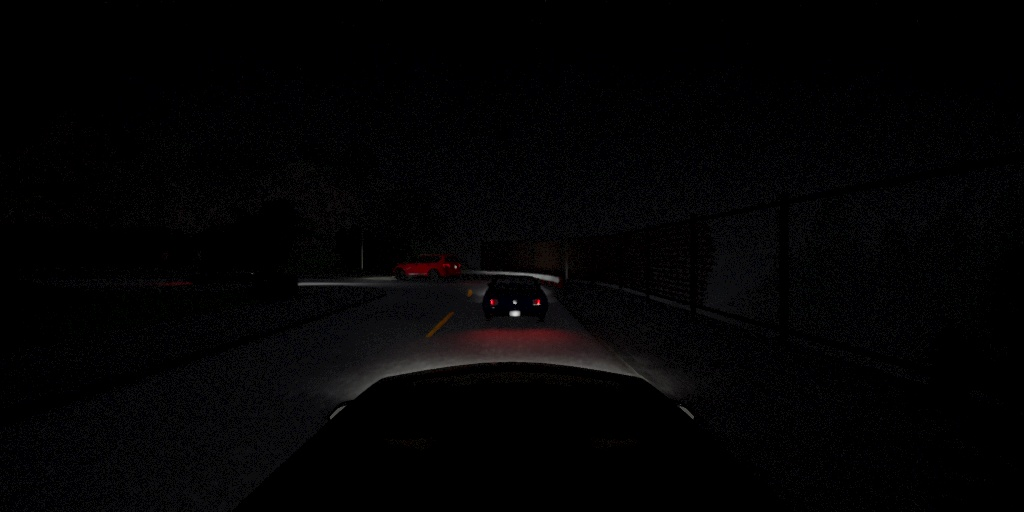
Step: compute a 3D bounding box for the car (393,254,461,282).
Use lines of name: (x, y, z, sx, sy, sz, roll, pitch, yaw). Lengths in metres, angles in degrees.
car: (-6.610, 0.902, 27.914, 5.566, 2.045, 2.150, 0, -1, 27)

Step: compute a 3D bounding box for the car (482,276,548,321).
car: (0.071, 1.322, 12.285, 1.895, 1.301, 4.718, 0, 0, -1)

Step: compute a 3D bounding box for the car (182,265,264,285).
car: (-19.423, 1.289, 24.557, 4.718, 1.301, 1.895, 0, 0, 0)
